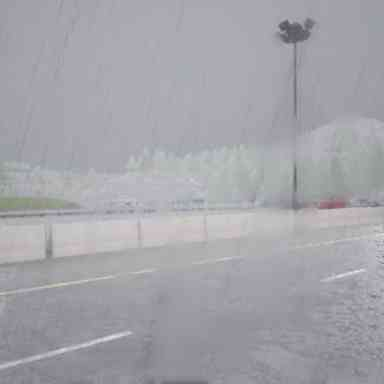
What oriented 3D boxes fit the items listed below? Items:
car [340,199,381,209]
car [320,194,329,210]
[{"bbox_3d":[17.027,1.478,33.340,4.902,1.511,2.128,0,0,-35],"label":"car"},{"bbox_3d":[15.023,1.211,36.212,5.566,2.045,2.150,1,0,-35],"label":"car"}]
